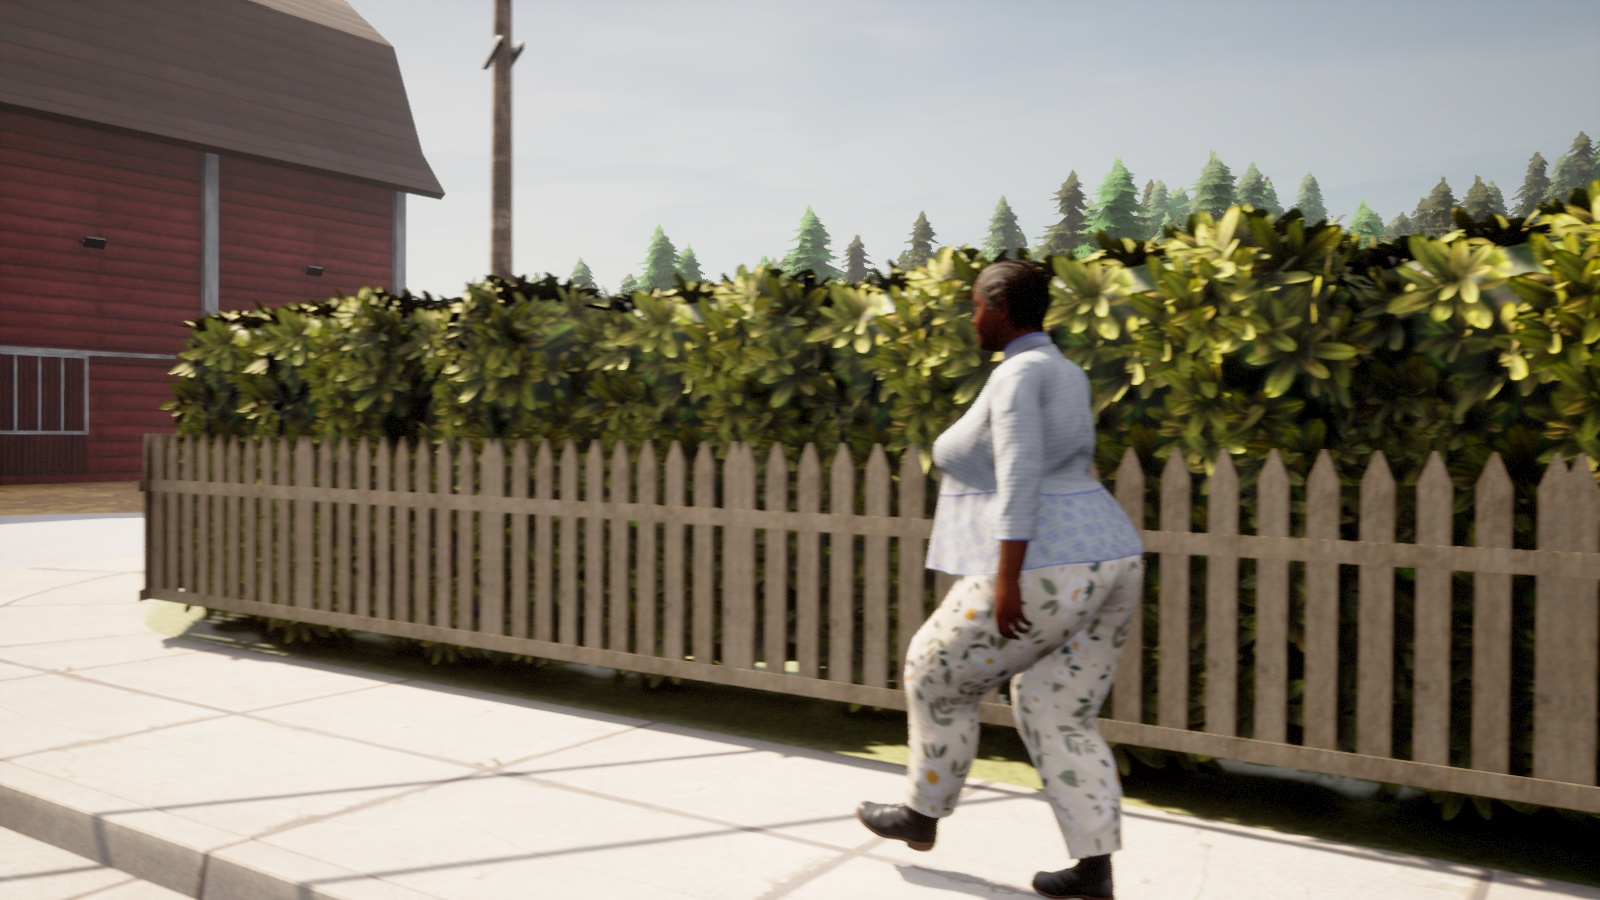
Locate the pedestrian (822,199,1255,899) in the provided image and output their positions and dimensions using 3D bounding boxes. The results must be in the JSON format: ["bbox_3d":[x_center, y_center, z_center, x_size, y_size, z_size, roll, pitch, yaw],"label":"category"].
[{"bbox_3d":[0.692,0.332,3.574,0.900,1.855,0.874,0,1,38],"label":"pedestrian"}]
